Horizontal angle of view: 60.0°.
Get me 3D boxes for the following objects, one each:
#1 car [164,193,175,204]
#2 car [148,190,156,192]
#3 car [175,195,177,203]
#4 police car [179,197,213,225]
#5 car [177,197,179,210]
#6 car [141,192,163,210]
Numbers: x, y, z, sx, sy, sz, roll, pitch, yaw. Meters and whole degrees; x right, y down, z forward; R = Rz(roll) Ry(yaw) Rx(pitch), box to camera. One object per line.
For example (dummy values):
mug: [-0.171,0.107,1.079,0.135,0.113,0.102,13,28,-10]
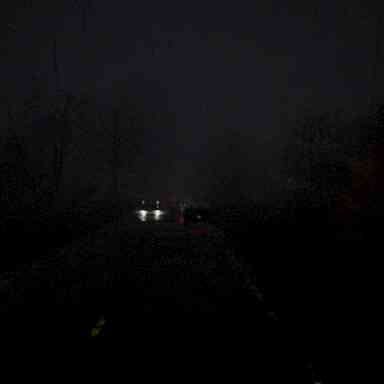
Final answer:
car: [-3.373,1.188,56.977,1.882,1.535,5.008,0,0,-7]
car: [-9.543,0.455,78.719,2.150,2.045,5.566,0,0,-9]
car: [-0.723,1.304,38.910,1.837,1.490,4.892,0,0,-5]
police car: [0.314,1.304,22.976,1.930,1.638,5.238,0,0,-3]
car: [-0.271,1.355,32.898,1.812,1.442,4.674,0,0,-4]
car: [-4.723,1.157,38.438,2.097,1.767,4.553,0,0,-5]
